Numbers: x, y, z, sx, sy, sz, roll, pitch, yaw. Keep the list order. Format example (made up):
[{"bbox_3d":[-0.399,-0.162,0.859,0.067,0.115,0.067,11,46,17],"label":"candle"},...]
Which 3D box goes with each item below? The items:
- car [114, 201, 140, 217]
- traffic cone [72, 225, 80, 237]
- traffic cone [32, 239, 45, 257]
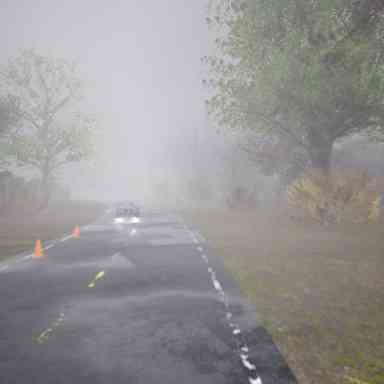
[{"bbox_3d":[-5.861,1.463,29.618,1.994,1.385,4.181,0,0,-17],"label":"car"},{"bbox_3d":[-5.704,1.903,16.429,0.340,0.580,0.340,0,0,-5],"label":"traffic cone"},{"bbox_3d":[-5.310,1.921,11.514,0.340,0.580,0.340,0,0,-4],"label":"traffic cone"}]
